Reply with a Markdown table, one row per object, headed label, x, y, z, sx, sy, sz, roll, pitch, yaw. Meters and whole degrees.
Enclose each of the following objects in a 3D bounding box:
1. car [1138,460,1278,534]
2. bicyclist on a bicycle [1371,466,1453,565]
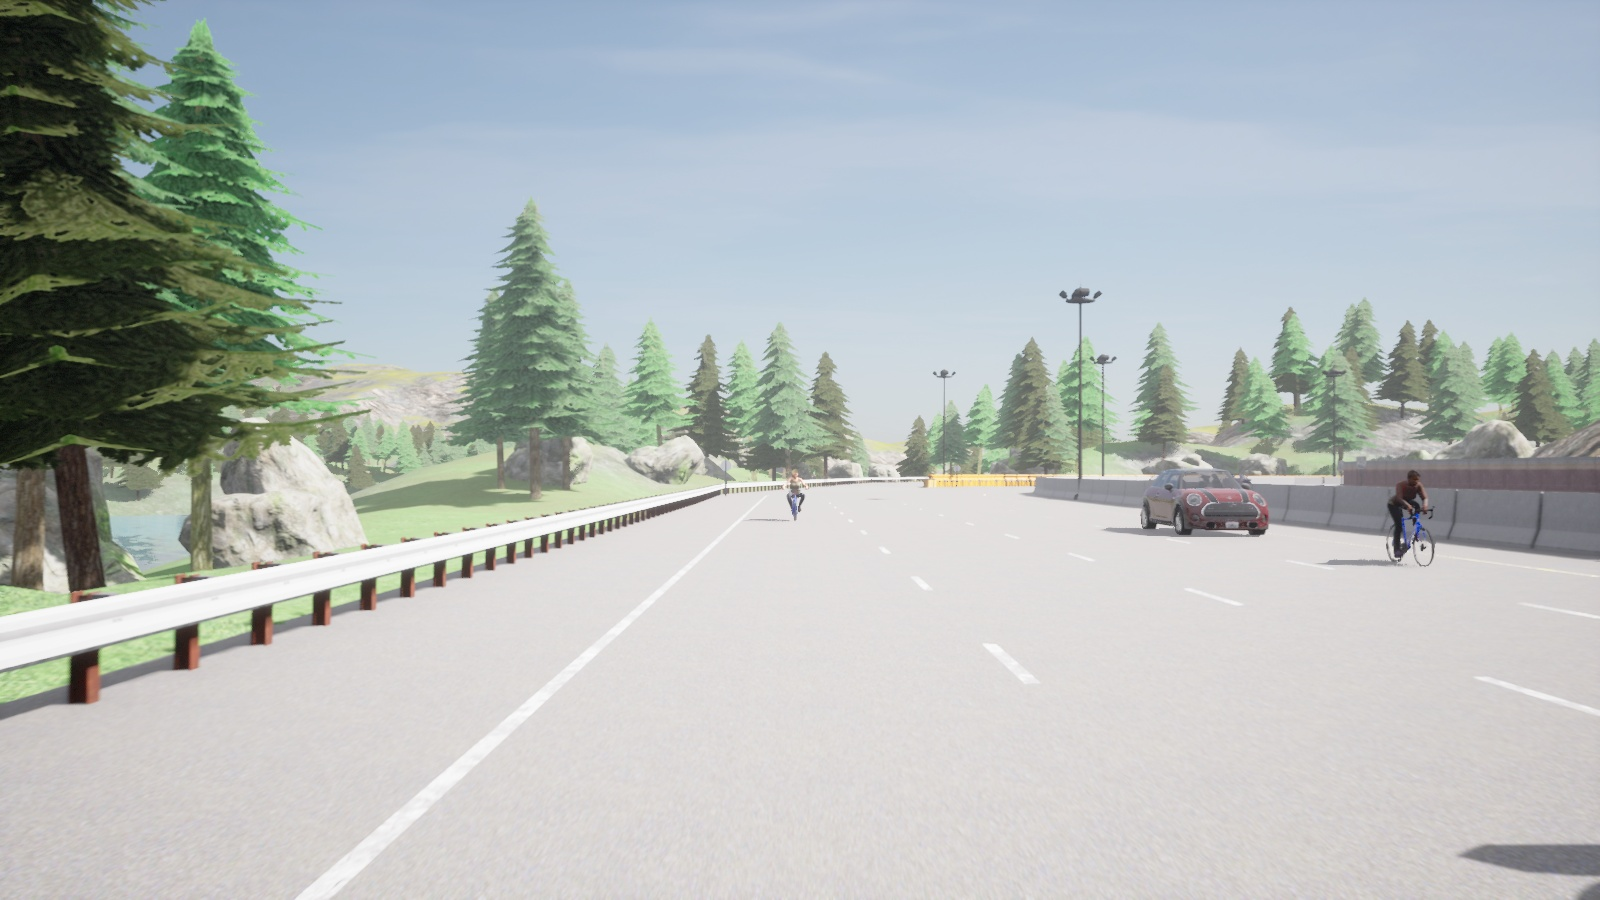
| label | x | y | z | sx | sy | sz | roll | pitch | yaw |
| --- | --- | --- | --- | --- | --- | --- | --- | --- | --- |
| car | 10.395 | 1.174 | 32.405 | 2.097 | 1.767 | 4.553 | 0 | -1 | 0 |
| bicyclist on a bicycle | 10.446 | 1.086 | 21.496 | 0.582 | 1.620 | 1.656 | 0 | -1 | 0 |
